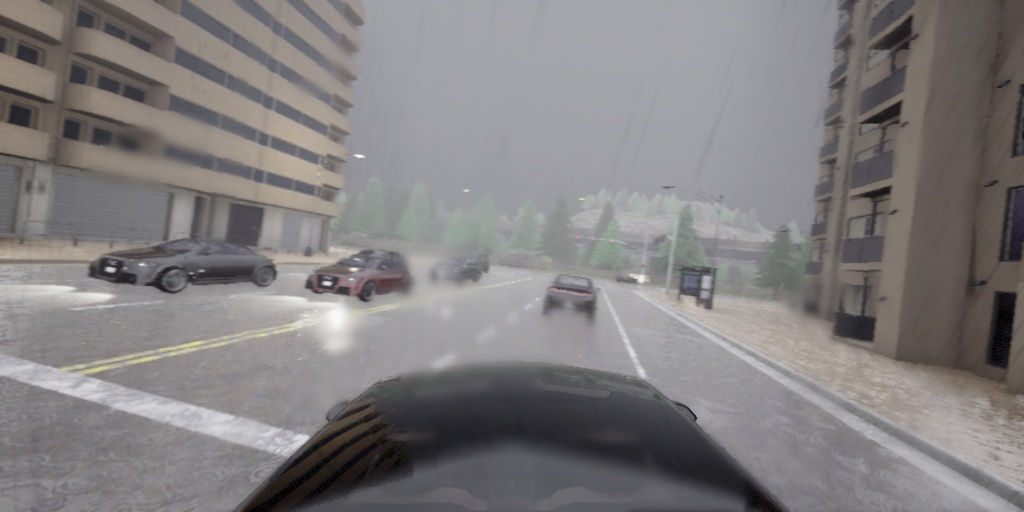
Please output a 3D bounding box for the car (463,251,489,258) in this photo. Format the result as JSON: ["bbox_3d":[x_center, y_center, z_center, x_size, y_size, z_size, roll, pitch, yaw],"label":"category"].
[{"bbox_3d":[-3.736,0.595,34.647,2.150,2.045,5.566,7,0,12],"label":"car"}]

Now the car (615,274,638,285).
[{"bbox_3d":[16.825,3.386,52.371,1.895,1.301,4.718,8,1,38],"label":"car"}]

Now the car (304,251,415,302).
[{"bbox_3d":[-5.124,0.689,12.729,1.994,1.385,4.181,7,0,13],"label":"car"}]

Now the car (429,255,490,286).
[{"bbox_3d":[-3.200,0.861,21.410,2.128,1.511,4.902,7,0,13],"label":"car"}]

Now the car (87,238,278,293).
[{"bbox_3d":[-9.167,0.191,10.526,1.994,1.385,4.181,7,0,13],"label":"car"}]

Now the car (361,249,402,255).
[{"bbox_3d":[-7.249,0.374,19.197,1.837,1.490,4.892,7,0,13],"label":"car"}]

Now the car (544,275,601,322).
[{"bbox_3d":[2.462,1.546,14.356,2.128,1.511,4.902,7,-1,13],"label":"car"}]
